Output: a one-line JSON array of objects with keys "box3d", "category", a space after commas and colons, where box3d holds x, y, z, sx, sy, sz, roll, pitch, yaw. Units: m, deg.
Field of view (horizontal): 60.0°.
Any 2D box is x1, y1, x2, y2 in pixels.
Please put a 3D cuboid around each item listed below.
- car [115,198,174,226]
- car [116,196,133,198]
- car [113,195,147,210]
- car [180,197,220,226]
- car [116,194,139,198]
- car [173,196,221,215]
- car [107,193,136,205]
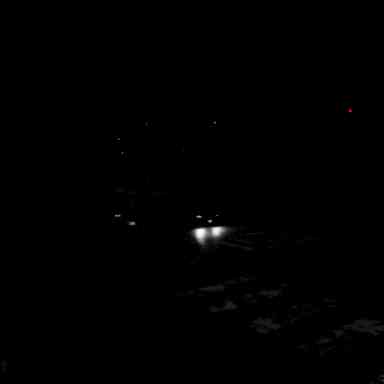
[{"box3d": [-3.050, 1.272, 20.670, 1.802, 1.307, 4.206, 2, 0, -36], "category": "car"}, {"box3d": [-6.308, 1.173, 25.147, 1.802, 1.307, 4.206, 2, 0, -36], "category": "car"}, {"box3d": [-6.646, 1.034, 35.425, 1.994, 1.385, 4.181, 0, 1, -36], "category": "car"}, {"box3d": [-0.499, 1.265, 21.543, 2.033, 1.411, 5.357, 0, 1, -36], "category": "car"}, {"box3d": [-6.938, 1.048, 30.419, 1.812, 1.442, 4.674, 0, 1, -36], "category": "car"}, {"box3d": [0.373, 1.158, 30.210, 1.752, 1.417, 4.829, 2, 0, -36], "category": "car"}, {"box3d": [-9.300, 0.892, 43.505, 2.008, 1.369, 4.403, 2, 0, -36], "category": "car"}]
